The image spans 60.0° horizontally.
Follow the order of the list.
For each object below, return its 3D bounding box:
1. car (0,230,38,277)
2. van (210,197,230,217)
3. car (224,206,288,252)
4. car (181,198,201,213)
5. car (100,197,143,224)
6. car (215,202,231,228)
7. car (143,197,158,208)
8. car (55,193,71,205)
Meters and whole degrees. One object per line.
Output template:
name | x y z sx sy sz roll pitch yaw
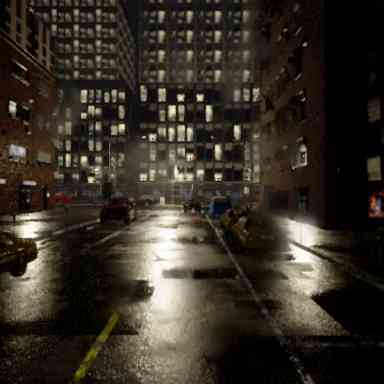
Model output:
car | -5.313 1.520 7.654 1.752 1.417 4.829 0 0 0
van | 2.564 1.325 30.387 1.690 1.788 3.998 0 0 0
car | 2.566 1.516 13.636 1.752 1.417 4.829 0 0 0
car | -0.036 1.482 37.006 1.837 1.490 4.892 0 0 -4
car | -5.315 1.301 24.746 2.192 1.841 5.009 0 0 0
car | 2.566 1.513 19.276 1.752 1.417 4.829 0 0 0
car | -7.168 1.403 46.636 4.902 1.511 2.128 1 0 23
car | -20.881 1.079 50.360 5.009 1.841 2.192 1 -1 0
